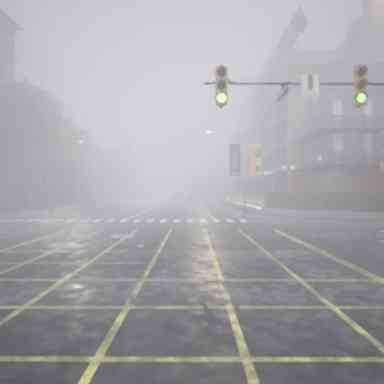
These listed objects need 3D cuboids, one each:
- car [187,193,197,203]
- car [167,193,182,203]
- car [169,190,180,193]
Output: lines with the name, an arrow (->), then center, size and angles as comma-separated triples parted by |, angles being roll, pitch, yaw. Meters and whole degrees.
car -> -0.011, 1.446, 68.803 | 1.812, 1.442, 4.674 | 0, 0, 0
car -> -3.511, 1.469, 67.969 | 2.033, 1.411, 5.357 | 0, 0, 0
car -> -3.512, 1.025, 77.969 | 2.150, 2.045, 5.566 | 0, 0, 0
